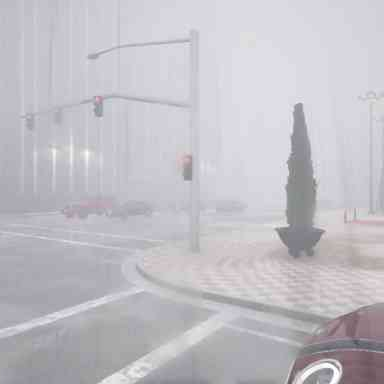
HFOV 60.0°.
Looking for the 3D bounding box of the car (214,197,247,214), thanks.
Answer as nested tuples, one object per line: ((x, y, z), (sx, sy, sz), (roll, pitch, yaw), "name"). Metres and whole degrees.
((4.336, 1.564, 36.234), (1.994, 1.385, 4.181), (0, 0, 35), "car")

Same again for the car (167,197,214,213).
((-0.067, 1.492, 36.381), (2.128, 1.511, 4.902), (0, 0, 35), "car")

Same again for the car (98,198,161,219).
((-5.277, 1.492, 28.909), (2.128, 1.511, 4.902), (0, 0, 35), "car")

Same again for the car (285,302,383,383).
((2.862, 1.352, 1.929), (4.553, 1.767, 2.097), (0, 0, 36), "car")

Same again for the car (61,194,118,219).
((-8.872, 1.221, 29.858), (2.150, 2.045, 5.566), (0, 0, 35), "car")

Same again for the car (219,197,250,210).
((5.743, 1.492, 44.700), (2.128, 1.511, 4.902), (0, 0, 35), "car")

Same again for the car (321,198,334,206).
((22.646, 1.601, 56.400), (1.895, 1.301, 4.718), (0, 0, 34), "car")

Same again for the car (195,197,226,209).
((2.660, 1.478, 46.399), (1.882, 1.535, 5.008), (0, 0, 35), "car")

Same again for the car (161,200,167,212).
((-3.169, 1.564, 38.046), (1.994, 1.385, 4.181), (0, 0, 35), "car")
